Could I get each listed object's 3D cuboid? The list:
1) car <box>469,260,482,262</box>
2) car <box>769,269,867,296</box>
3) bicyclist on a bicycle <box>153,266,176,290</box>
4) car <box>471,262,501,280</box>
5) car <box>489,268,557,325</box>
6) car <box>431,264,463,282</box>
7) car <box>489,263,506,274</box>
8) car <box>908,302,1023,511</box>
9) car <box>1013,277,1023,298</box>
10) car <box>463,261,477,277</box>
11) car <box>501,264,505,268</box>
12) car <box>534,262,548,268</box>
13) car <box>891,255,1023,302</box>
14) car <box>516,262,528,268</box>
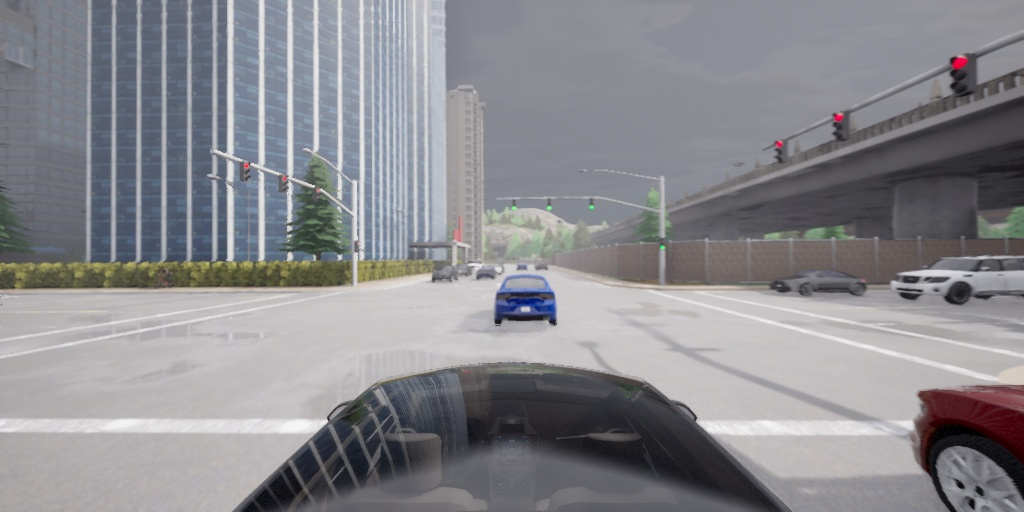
[{"bbox_3d":[-5.527,1.544,53.401,2.150,2.045,5.566,0,-1,2],"label":"car"},{"bbox_3d":[16.568,1.412,19.548,4.181,1.385,1.994,-1,-1,1],"label":"car"},{"bbox_3d":[-24.602,1.552,25.397,0.582,1.620,1.656,0,0,1],"label":"bicyclist on a bicycle"},{"bbox_3d":[-2.560,1.678,37.029,2.033,1.411,5.357,0,-1,2],"label":"car"},{"bbox_3d":[0.446,1.357,12.437,1.882,1.535,5.008,-1,-1,2],"label":"car"},{"bbox_3d":[-6.160,1.629,33.519,1.837,1.490,4.892,0,-1,2],"label":"car"},{"bbox_3d":[-2.035,1.838,53.148,2.033,1.411,5.357,-1,-1,3],"label":"car"},{"bbox_3d":[3.944,1.184,0.774,1.882,1.535,5.008,-1,-1,7],"label":"car"},{"bbox_3d":[16.097,1.308,8.915,4.181,1.385,1.994,-1,-1,2],"label":"car"},{"bbox_3d":[-5.893,1.707,42.685,2.128,1.511,4.902,0,-1,2],"label":"car"},{"bbox_3d":[-2.280,1.748,46.223,1.812,1.442,4.674,0,-1,2],"label":"car"},{"bbox_3d":[5.263,1.832,62.738,1.837,1.490,4.892,0,-1,2],"label":"car"},{"bbox_3d":[20.444,1.001,15.947,5.566,2.045,2.150,0,-1,2],"label":"car"},{"bbox_3d":[1.763,1.833,62.639,1.882,1.535,5.008,0,-1,2],"label":"car"}]
